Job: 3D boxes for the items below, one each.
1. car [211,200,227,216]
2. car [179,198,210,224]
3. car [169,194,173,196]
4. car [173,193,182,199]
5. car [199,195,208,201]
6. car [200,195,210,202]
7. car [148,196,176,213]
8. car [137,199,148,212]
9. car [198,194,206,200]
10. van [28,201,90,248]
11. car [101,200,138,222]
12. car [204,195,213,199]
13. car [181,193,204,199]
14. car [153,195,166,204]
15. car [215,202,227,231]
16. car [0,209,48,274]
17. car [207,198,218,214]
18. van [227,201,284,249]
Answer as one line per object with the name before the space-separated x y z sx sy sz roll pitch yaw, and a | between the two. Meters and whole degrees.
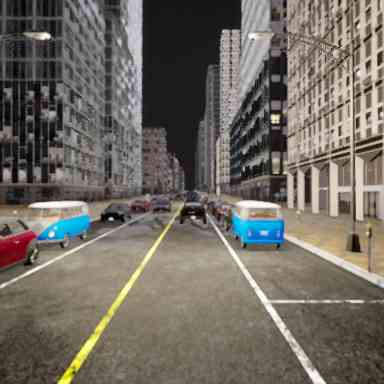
car | 2.684 1.537 25.591 1.802 1.307 4.206 1 0 0
car | 0.086 1.461 24.681 1.837 1.490 4.892 0 0 0
car | -5.721 1.400 69.867 1.947 1.339 4.313 1 0 0
car | -3.045 1.114 77.387 1.837 1.490 4.892 0 0 0
car | 2.656 1.398 75.427 1.802 1.307 4.206 1 0 0
car | 2.659 1.385 69.849 2.008 1.369 4.403 1 0 0
car | -3.120 1.479 36.168 2.033 1.411 5.357 0 0 0
car | -5.702 1.475 36.965 1.887 1.381 4.507 1 0 0
car | 2.649 1.342 86.579 1.947 1.339 4.313 1 0 0
van | -5.688 1.317 14.264 1.690 1.788 3.998 1 0 0
car | -5.697 1.520 25.614 1.947 1.339 4.313 1 0 0
car | 2.675 1.469 41.963 2.008 1.369 4.403 1 0 0
car | 0.077 1.271 41.669 2.097 1.767 4.553 0 0 0
car | -5.713 1.310 58.717 1.967 1.590 4.097 1 0 0
car | 2.687 1.517 19.917 2.008 1.369 4.403 1 0 0
car | -5.685 1.426 8.588 1.967 1.590 4.097 1 0 0
car | 2.681 1.509 31.264 1.947 1.339 4.313 1 0 0
van | 2.693 1.317 14.242 1.690 1.788 3.998 1 0 0
